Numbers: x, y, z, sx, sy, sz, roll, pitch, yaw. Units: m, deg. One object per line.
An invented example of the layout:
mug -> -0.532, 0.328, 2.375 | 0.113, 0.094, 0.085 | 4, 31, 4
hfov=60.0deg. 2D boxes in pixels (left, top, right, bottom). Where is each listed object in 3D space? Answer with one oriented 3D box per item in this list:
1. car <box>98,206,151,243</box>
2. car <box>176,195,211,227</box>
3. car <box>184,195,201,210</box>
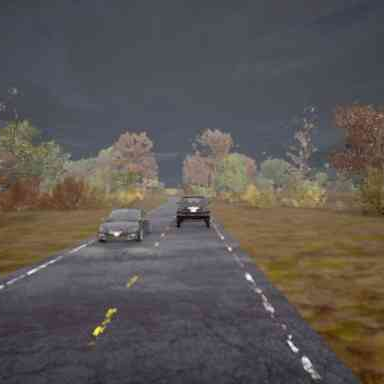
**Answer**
car -> -3.107, 1.502, 16.125 | 1.837, 1.490, 4.892 | 0, 0, 0
car -> 0.101, 1.216, 22.814 | 2.150, 2.045, 5.566 | 0, 0, 0
car -> 0.080, 1.335, 42.550 | 2.097, 1.767, 4.553 | 0, 0, 0
